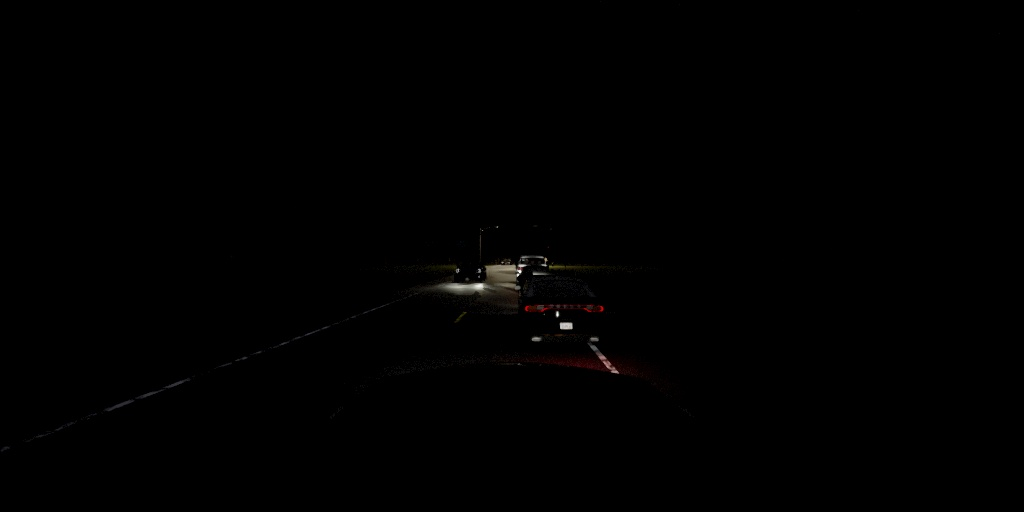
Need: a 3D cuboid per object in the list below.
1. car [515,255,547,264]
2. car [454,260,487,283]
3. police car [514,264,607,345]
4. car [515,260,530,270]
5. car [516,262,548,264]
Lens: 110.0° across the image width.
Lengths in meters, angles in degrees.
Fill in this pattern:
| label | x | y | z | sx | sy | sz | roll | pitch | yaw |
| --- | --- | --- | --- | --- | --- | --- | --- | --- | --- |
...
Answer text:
| label | x | y | z | sx | sy | sz | roll | pitch | yaw |
| --- | --- | --- | --- | --- | --- | --- | --- | --- | --- |
| car | 1.391 | 0.968 | 25.521 | 2.150 | 2.045 | 5.566 | 0 | 0 | 2 |
| car | -3.166 | 1.095 | 28.156 | 2.097 | 1.767 | 4.553 | 0 | 0 | 2 |
| police car | 1.095 | 1.175 | 9.651 | 1.930 | 1.638 | 5.238 | 0 | 0 | 1 |
| car | 1.551 | 1.281 | 52.783 | 1.994 | 1.385 | 4.181 | 0 | 0 | 4 |
| car | 1.247 | 1.253 | 19.511 | 1.837 | 1.490 | 4.892 | 0 | 0 | 1 |
